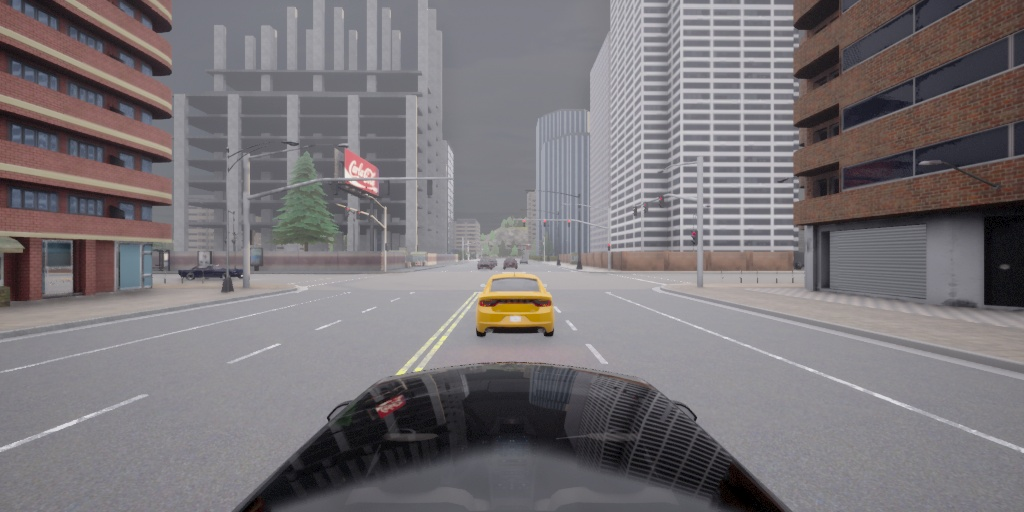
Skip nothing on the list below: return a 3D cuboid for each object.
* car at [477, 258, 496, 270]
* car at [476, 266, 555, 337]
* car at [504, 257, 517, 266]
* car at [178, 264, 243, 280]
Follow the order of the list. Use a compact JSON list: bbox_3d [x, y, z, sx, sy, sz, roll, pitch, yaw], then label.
[{"bbox_3d":[-3.885,1.102,52.614,2.097,1.767,4.553,0,0,0],"label":"car"},{"bbox_3d":[0.061,1.228,10.345,1.882,1.535,5.008,0,0,0],"label":"car"},{"bbox_3d":[-0.238,1.102,57.109,2.097,1.767,4.553,0,0,0],"label":"car"},{"bbox_3d":[-24.932,1.351,30.172,4.718,1.301,1.895,0,0,-1],"label":"car"}]
